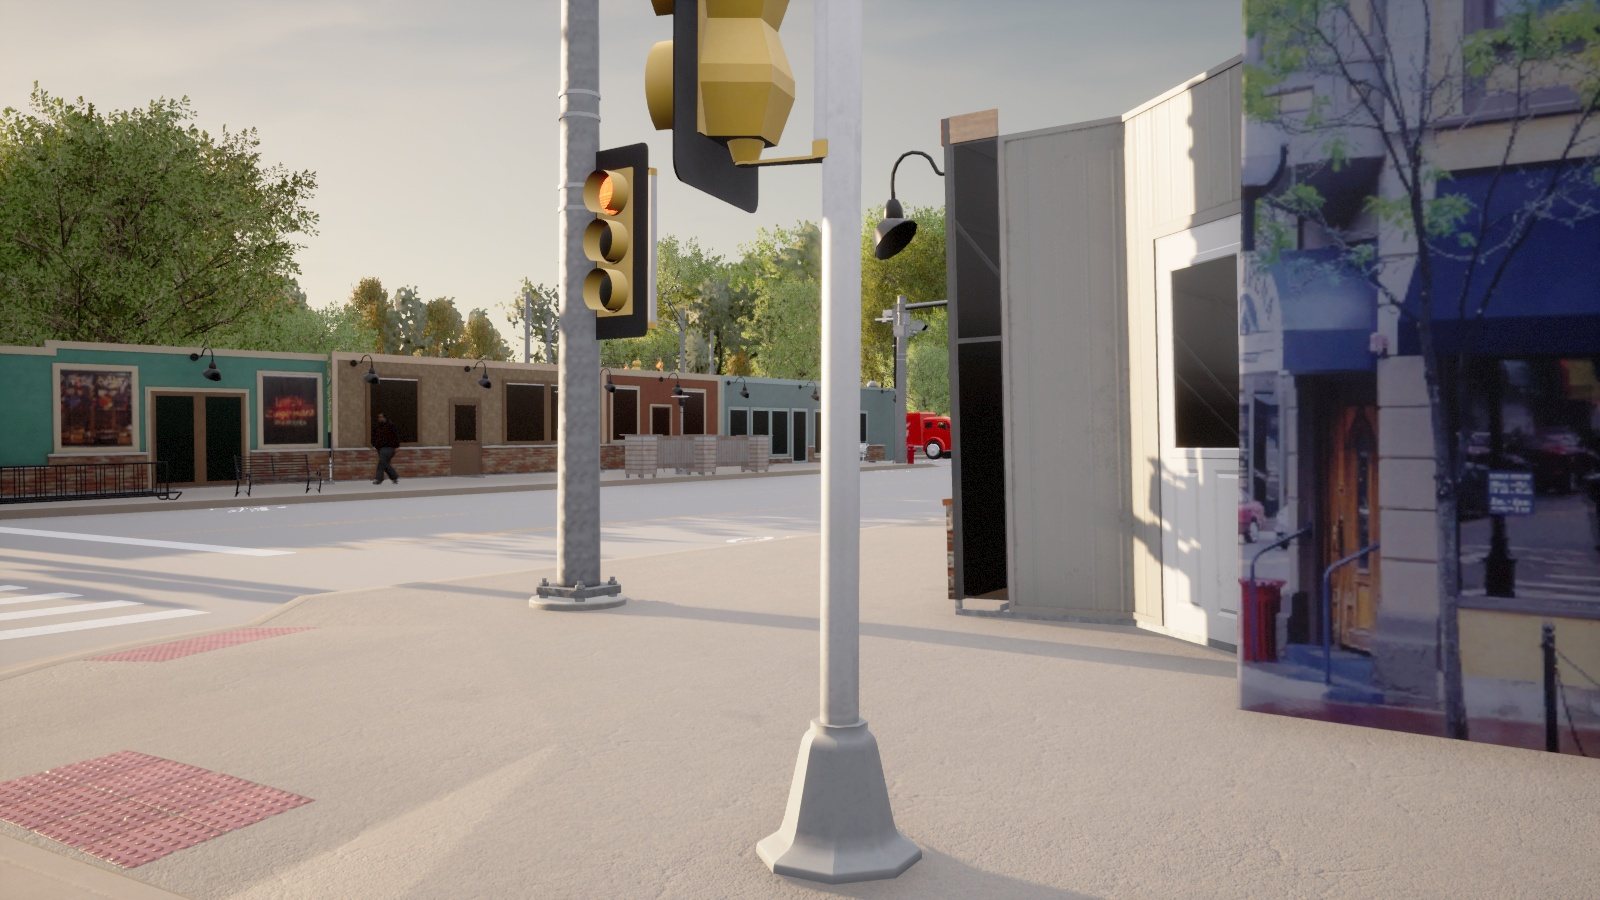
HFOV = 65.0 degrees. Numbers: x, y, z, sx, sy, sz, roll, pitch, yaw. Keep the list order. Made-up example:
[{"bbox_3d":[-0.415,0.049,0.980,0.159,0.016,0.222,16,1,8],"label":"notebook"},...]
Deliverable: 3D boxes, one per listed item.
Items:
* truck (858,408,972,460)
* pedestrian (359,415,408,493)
[{"bbox_3d":[6.029,-0.823,65.672,5.204,2.467,2.627,-3,0,29],"label":"truck"},{"bbox_3d":[-10.029,0.094,30.246,0.634,1.844,0.899,0,1,29],"label":"pedestrian"}]
